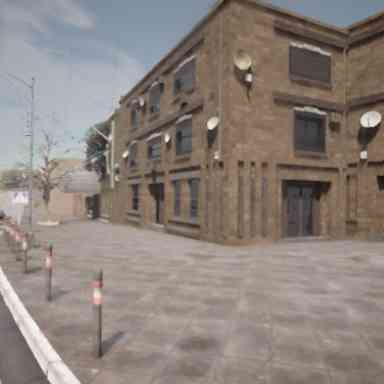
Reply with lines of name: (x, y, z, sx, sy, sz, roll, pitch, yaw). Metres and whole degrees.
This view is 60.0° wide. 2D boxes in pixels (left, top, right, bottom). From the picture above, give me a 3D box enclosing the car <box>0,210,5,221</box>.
car: (-21.624, 2.706, 35.421, 2.128, 1.511, 4.902, 1, -3, -26)
